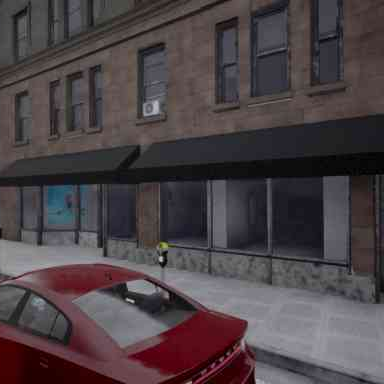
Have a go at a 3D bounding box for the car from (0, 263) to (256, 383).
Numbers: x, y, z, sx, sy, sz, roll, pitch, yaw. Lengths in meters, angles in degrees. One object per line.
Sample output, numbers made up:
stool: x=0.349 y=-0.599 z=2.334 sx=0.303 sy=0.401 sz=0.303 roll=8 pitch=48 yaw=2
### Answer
car: x=-1.501 y=1.545 z=3.919 sx=4.507 sy=1.381 sz=1.887 roll=0 pitch=0 yaw=35
